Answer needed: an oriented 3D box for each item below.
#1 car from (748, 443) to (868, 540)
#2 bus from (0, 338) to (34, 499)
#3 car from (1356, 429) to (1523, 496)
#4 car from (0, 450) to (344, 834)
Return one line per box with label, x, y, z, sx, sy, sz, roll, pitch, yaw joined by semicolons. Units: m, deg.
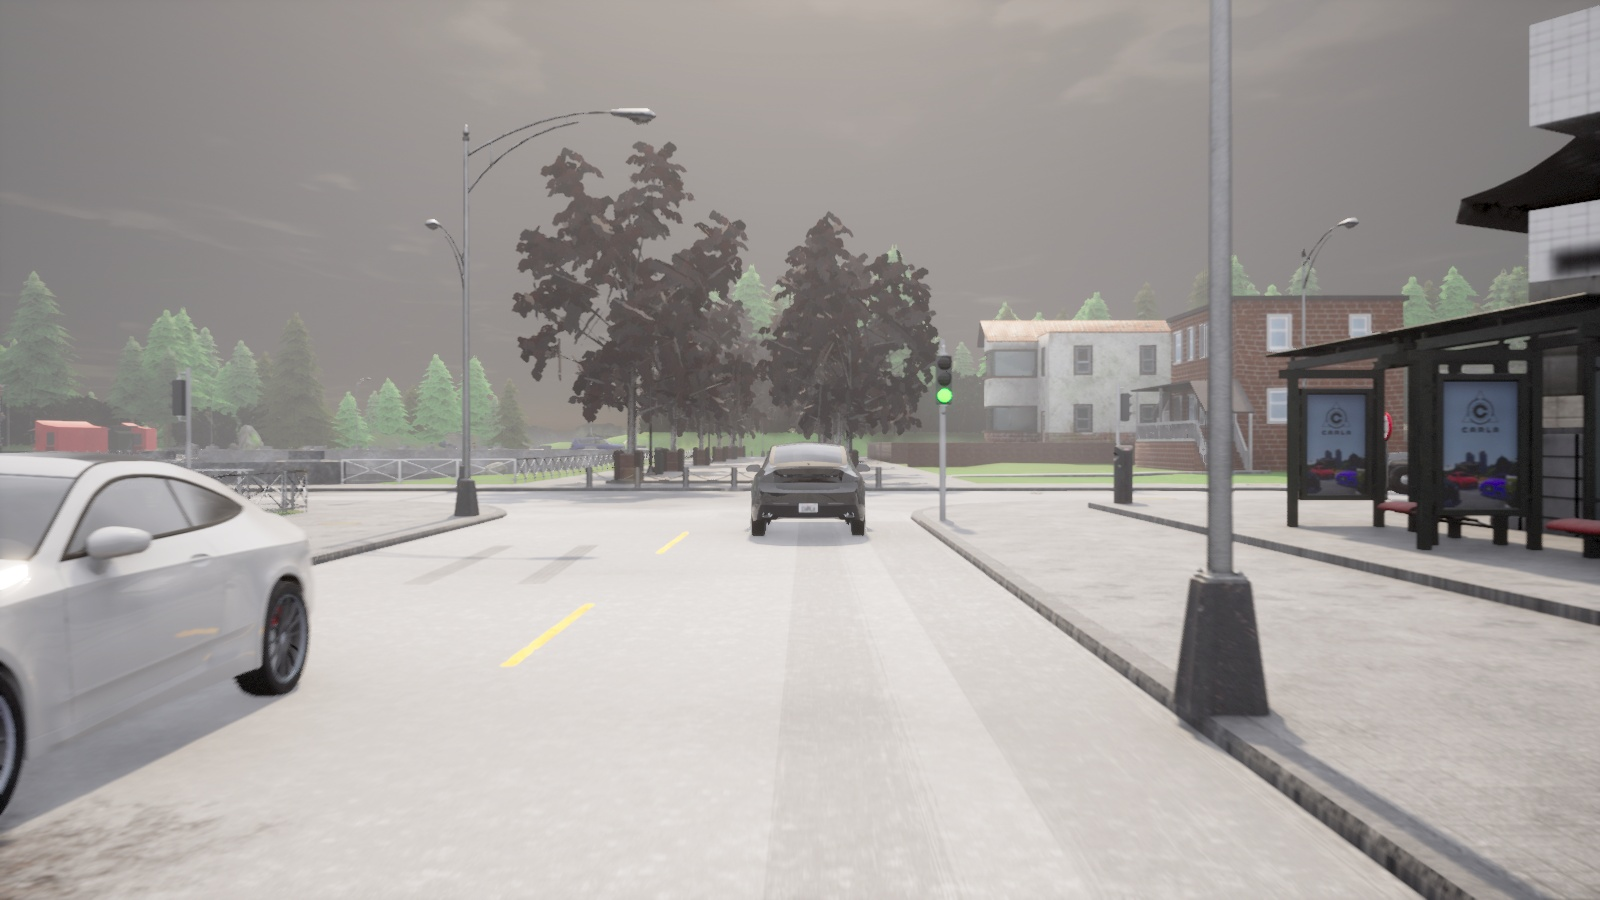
car;0.142;0.629;21.744;1.837;1.490;4.892;0;0;0
bus;-26.307;-0.836;32.828;10.273;4.253;3.944;0;0;2
car;18.534;0.352;36.505;3.866;1.878;1.905;0;0;1
car;-3.950;0.735;6.020;1.812;1.442;4.674;0;0;0
